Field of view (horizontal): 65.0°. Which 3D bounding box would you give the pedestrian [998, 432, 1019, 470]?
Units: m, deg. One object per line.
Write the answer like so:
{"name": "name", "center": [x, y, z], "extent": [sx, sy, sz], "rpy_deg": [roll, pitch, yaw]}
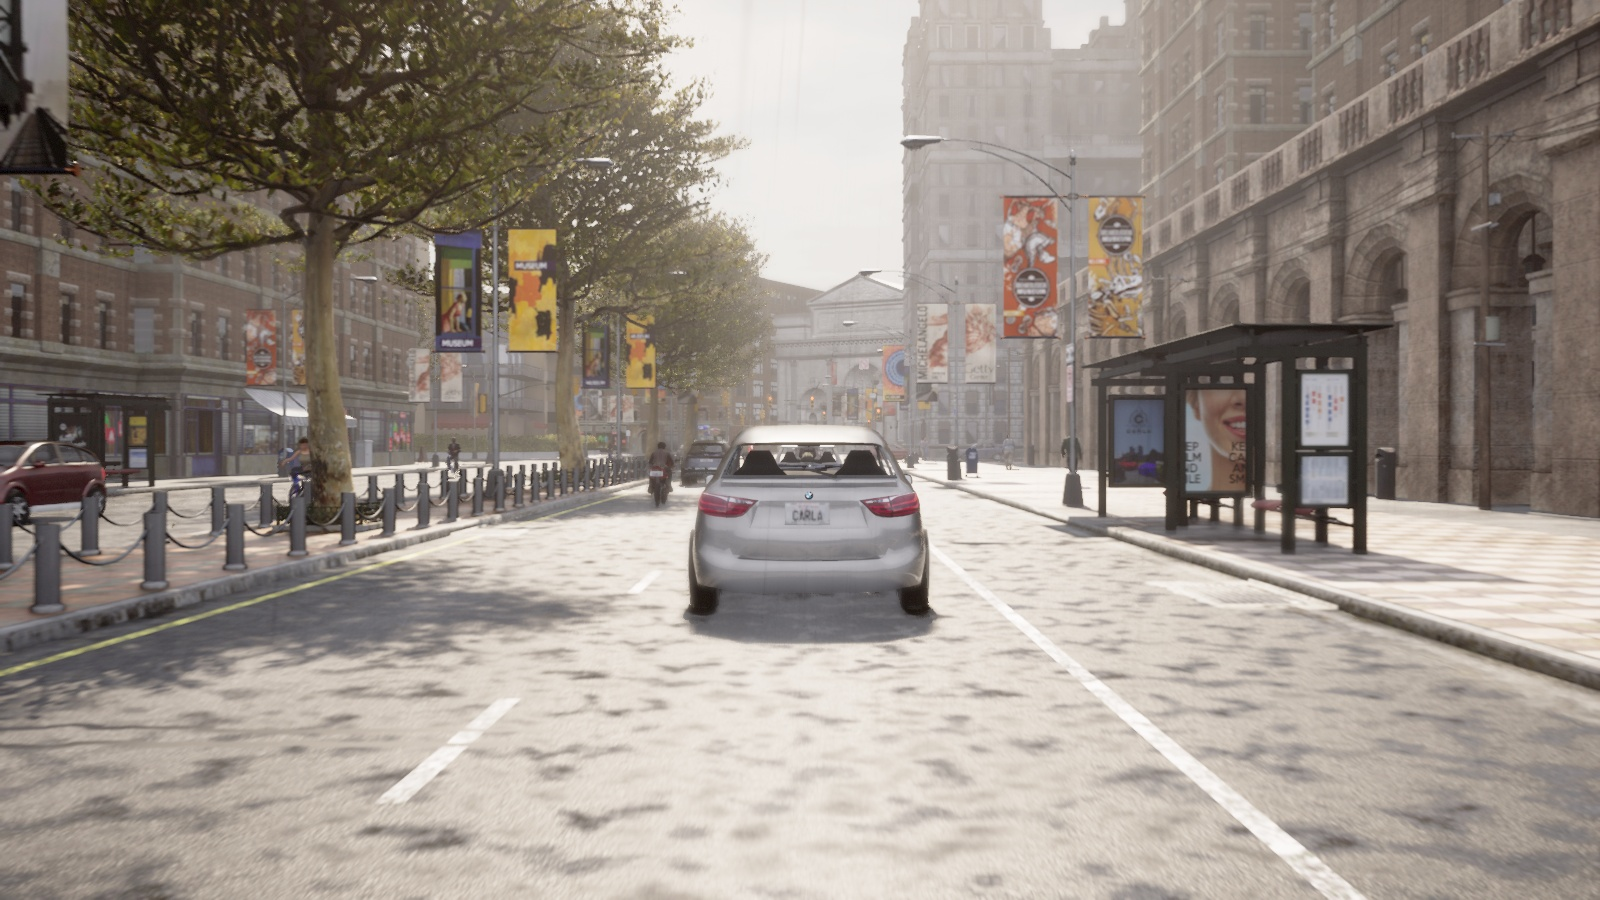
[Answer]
{"name": "pedestrian", "center": [10.407, 0.058, 62.653], "extent": [0.874, 1.855, 0.900], "rpy_deg": [0, 0, 0]}

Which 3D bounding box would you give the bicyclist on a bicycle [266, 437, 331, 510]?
{"name": "bicyclist on a bicycle", "center": [-11.317, 0.514, 28.390], "extent": [0.866, 1.612, 1.509], "rpy_deg": [0, 0, 1]}

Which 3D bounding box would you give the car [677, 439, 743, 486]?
{"name": "car", "center": [-3.222, 0.416, 45.836], "extent": [2.033, 1.649, 4.856], "rpy_deg": [0, 0, 0]}

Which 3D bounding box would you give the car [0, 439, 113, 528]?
{"name": "car", "center": [-14.850, 0.580, 23.643], "extent": [1.789, 1.549, 3.705], "rpy_deg": [0, 0, 0]}

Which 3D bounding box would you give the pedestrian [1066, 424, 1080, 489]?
{"name": "pedestrian", "center": [8.264, 0.196, 37.999], "extent": [0.423, 1.949, 0.788], "rpy_deg": [0, 0, 13]}

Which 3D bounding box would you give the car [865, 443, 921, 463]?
{"name": "car", "center": [7.041, 0.232, 94.698], "extent": [4.193, 1.474, 1.816], "rpy_deg": [0, 0, 6]}

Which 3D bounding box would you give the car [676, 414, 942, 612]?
{"name": "car", "center": [0.089, 0.518, 12.916], "extent": [2.242, 1.667, 4.611], "rpy_deg": [0, 0, 0]}

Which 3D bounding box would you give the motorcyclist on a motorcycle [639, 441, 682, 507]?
{"name": "motorcyclist on a motorcycle", "center": [-3.313, 0.557, 29.954], "extent": [0.797, 1.523, 2.044], "rpy_deg": [0, 0, 0]}
